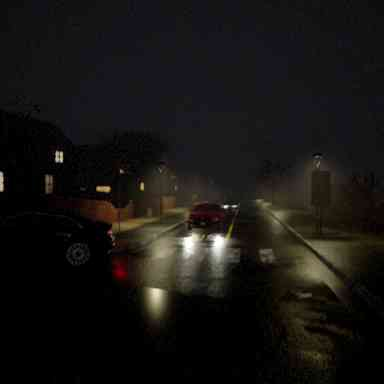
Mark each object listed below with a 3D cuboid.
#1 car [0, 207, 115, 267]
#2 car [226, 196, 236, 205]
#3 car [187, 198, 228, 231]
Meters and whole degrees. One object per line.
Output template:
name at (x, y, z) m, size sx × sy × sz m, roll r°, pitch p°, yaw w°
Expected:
car at (-4.718, 1.200, 9.603) m, size 4.902 × 1.511 × 2.128 m, roll 5°, pitch 0°, yaw -19°
car at (6.037, 1.310, 52.330) m, size 2.033 × 1.411 × 5.357 m, roll 0°, pitch 0°, yaw 9°
car at (0.954, 1.391, 20.014) m, size 1.882 × 1.535 × 5.008 m, roll 0°, pitch 0°, yaw 9°
